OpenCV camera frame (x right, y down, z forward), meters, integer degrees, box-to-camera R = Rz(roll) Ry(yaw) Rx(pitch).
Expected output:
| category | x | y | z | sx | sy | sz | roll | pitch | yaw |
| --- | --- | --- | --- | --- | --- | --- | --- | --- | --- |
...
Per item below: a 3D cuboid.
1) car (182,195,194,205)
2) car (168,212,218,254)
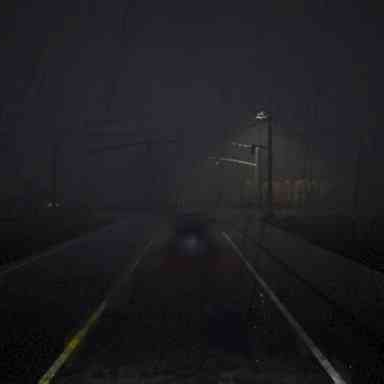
| category | x | y | z | sx | sy | sz | roll | pitch | yaw |
| --- | --- | --- | --- | --- | --- | --- | --- | --- | --- |
| car | -0.725 | 1.389 | 59.534 | 2.097 | 1.767 | 4.553 | 0 | 0 | -2 |
| car | 0.045 | 1.526 | 13.469 | 1.812 | 1.442 | 4.674 | 0 | 0 | 1 |
